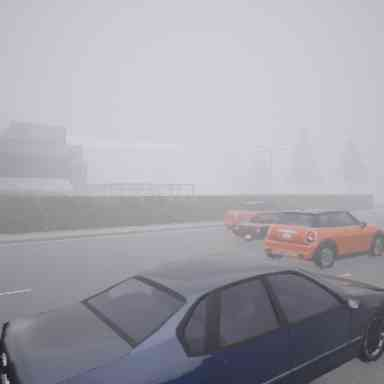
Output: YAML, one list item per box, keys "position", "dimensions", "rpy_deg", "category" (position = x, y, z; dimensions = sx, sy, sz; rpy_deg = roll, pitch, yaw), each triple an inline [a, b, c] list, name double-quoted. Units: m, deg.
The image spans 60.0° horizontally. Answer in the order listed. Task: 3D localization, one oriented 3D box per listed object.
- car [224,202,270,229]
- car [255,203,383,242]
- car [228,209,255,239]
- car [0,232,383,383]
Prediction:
- position: [4.136, 1.352, 19.588]
  dimensions: [4.553, 1.767, 2.097]
  rpy_deg: [0, 0, -35]
  category: "car"
- position: [4.614, 1.352, 11.334]
  dimensions: [4.553, 1.767, 2.097]
  rpy_deg: [0, 0, -36]
  category: "car"
- position: [4.165, 1.601, 15.313]
  dimensions: [4.718, 1.301, 1.895]
  rpy_deg: [0, 0, -35]
  category: "car"
- position: [0.559, 1.547, 4.143]
  dimensions: [5.357, 1.411, 2.033]
  rpy_deg: [0, 0, -35]
  category: "car"
